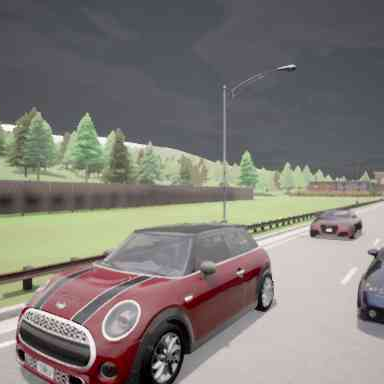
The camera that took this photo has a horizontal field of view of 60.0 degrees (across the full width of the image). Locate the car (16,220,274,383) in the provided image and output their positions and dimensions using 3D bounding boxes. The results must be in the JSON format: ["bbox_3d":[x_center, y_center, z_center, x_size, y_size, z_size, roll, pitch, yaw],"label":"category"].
[{"bbox_3d":[-0.340,1.355,5.490,2.097,1.767,4.553,0,0,34],"label":"car"}]

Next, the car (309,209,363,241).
[{"bbox_3d":[7.436,1.570,16.981,1.994,1.385,4.181,0,0,34],"label":"car"}]

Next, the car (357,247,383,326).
[{"bbox_3d":[4.494,1.568,6.381,1.994,1.385,4.181,0,0,34],"label":"car"}]
